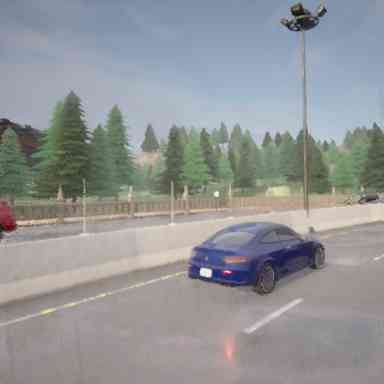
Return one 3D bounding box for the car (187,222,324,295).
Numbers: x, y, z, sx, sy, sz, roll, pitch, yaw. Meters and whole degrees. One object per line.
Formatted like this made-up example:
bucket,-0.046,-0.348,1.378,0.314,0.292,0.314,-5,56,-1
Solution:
car,1.833,1.503,8.710,1.812,1.442,4.674,-1,0,42
